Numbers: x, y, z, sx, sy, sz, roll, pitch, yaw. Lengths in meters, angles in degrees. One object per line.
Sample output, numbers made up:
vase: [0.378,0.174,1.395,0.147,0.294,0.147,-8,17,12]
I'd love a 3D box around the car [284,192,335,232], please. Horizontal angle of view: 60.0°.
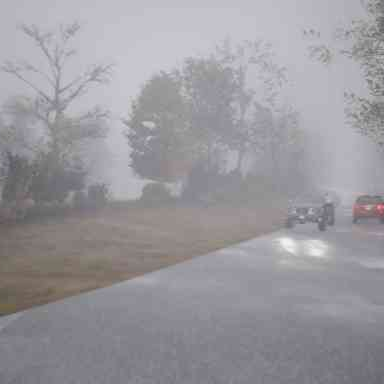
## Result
car: [7.458,1.042,20.679,2.150,2.045,5.566,1,0,31]

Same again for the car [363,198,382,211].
car: [22.672,1.514,41.861,1.895,1.301,4.718,0,1,28]

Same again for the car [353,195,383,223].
car: [14.145,1.290,26.443,2.150,2.045,5.566,0,0,30]
